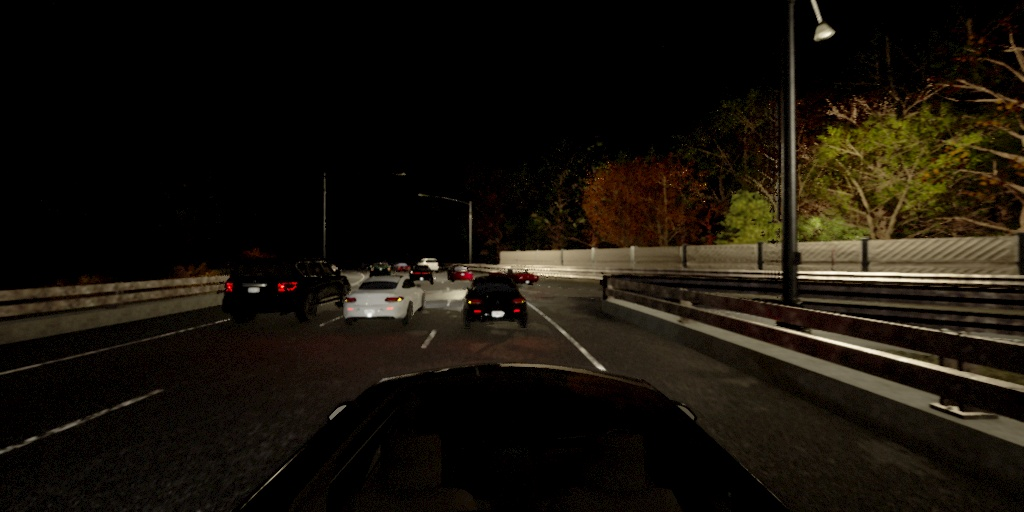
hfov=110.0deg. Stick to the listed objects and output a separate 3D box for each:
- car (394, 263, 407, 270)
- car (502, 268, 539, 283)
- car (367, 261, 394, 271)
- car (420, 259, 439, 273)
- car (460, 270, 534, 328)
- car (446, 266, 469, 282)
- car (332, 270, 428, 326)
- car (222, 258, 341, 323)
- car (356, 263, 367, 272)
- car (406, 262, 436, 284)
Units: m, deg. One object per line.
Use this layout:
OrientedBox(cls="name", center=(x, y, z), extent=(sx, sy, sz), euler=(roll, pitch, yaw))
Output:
OrientedBox(cls="car", center=(-15.902, 1.755, 51.172), extent=(2.033, 1.411, 5.357), euler=(0, -1, -28))
OrientedBox(cls="car", center=(-0.070, 1.576, 27.240), extent=(1.895, 1.301, 4.718), euler=(0, -1, -32))
OrientedBox(cls="car", center=(-14.132, 1.446, 38.565), extent=(2.097, 1.767, 4.553), euler=(0, -1, -20))
OrientedBox(cls="car", center=(-12.095, 1.426, 51.165), extent=(2.150, 2.045, 5.566), euler=(0, 0, -26))
OrientedBox(cls="car", center=(-0.614, 1.364, 11.673), extent=(1.812, 1.442, 4.674), euler=(0, 0, -6))
OrientedBox(cls="car", center=(-4.859, 1.596, 32.959), extent=(1.994, 1.385, 4.181), euler=(0, 0, -16))
OrientedBox(cls="car", center=(-4.132, 1.373, 12.071), extent=(1.812, 1.442, 4.674), euler=(0, -1, -6))
OrientedBox(cls="car", center=(-7.704, 1.082, 12.913), extent=(2.150, 2.045, 5.566), euler=(0, 0, -7))
OrientedBox(cls="car", center=(-23.887, 1.804, 57.937), extent=(1.812, 1.442, 4.674), euler=(0, -1, -32))
OrientedBox(cls="car", center=(-7.538, 1.512, 29.732), extent=(1.837, 1.490, 4.892), euler=(0, -1, -15))
